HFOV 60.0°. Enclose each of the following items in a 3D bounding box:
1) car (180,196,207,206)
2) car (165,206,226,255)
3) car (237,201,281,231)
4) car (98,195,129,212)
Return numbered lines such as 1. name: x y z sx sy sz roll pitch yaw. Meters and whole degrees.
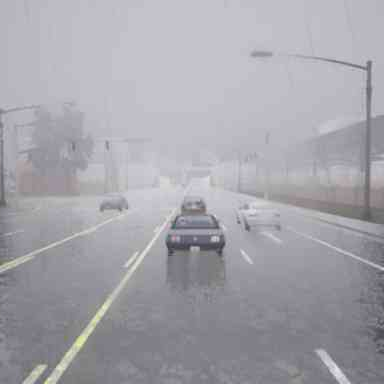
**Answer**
1. car: 0.116 1.055 26.259 2.163 1.488 4.792 0 1 0
2. car: 0.108 1.424 12.379 1.895 1.301 4.718 0 1 0
3. car: 3.612 1.239 18.370 1.812 1.442 4.674 0 1 0
4. car: -6.984 0.995 30.265 1.812 1.442 4.674 0 1 0
